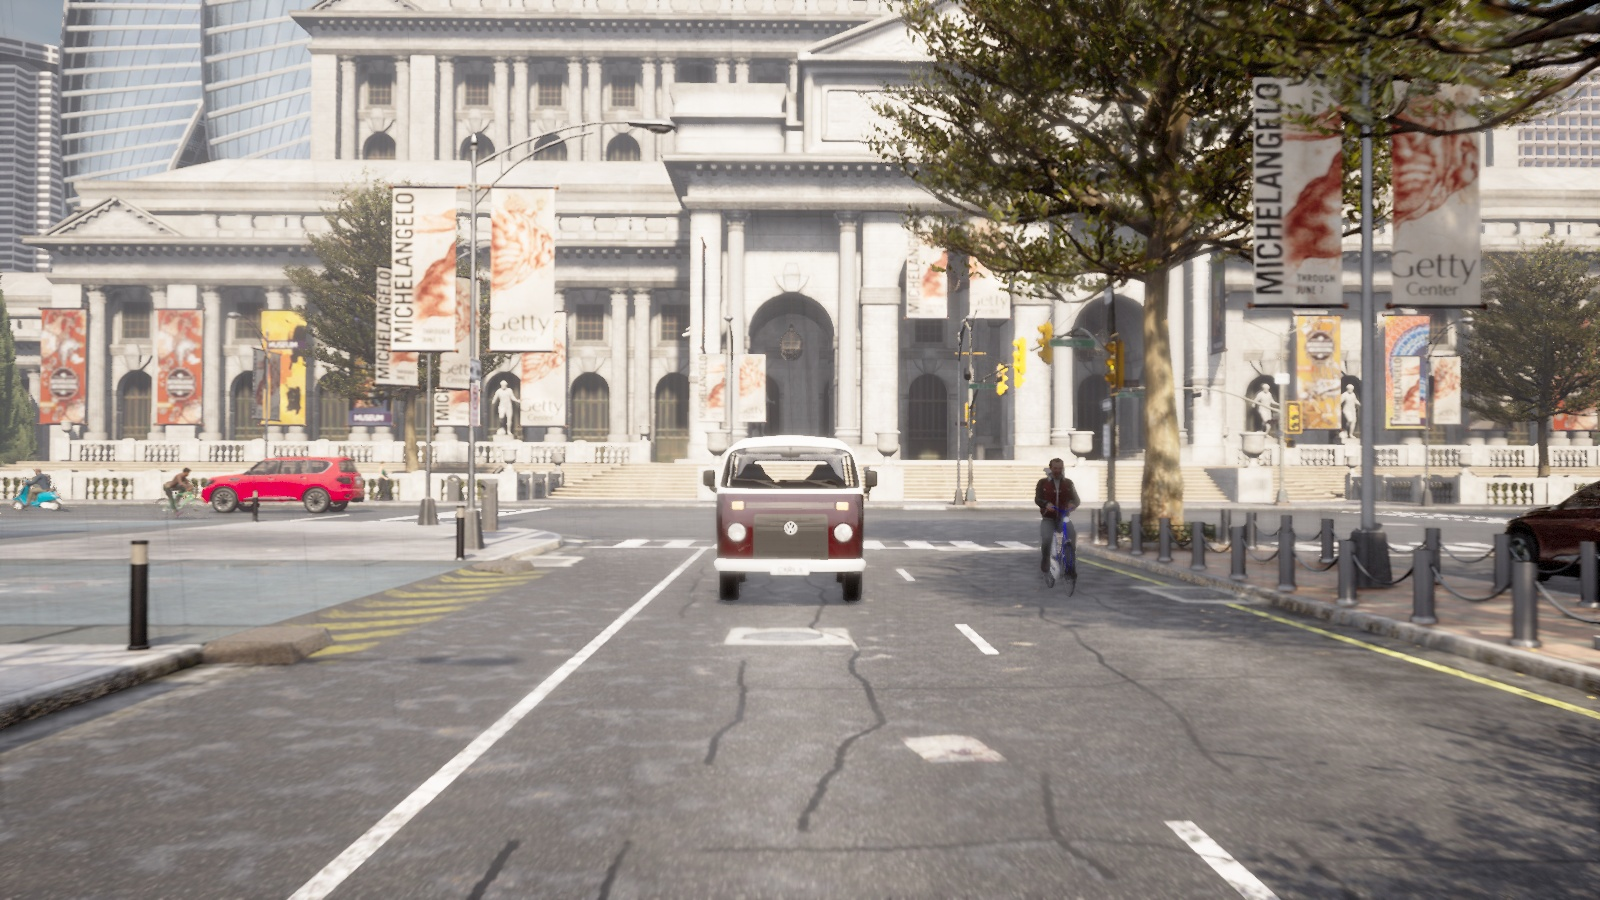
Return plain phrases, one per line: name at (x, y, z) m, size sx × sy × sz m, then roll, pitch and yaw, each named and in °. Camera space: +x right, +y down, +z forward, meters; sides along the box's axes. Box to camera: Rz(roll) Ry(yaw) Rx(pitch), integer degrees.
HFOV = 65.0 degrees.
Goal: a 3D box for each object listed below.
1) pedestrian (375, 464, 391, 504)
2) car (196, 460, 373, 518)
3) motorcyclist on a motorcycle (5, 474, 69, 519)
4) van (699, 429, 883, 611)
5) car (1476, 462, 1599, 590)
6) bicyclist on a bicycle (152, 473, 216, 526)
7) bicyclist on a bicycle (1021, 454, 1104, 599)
pedestrian at (-18.903, 1.539, 56.984) m, size 0.594 × 1.836 × 0.345 m, roll 0°, pitch -1°, yaw 10°
car at (-18.710, 1.407, 45.807) m, size 5.566 × 2.045 × 2.150 m, roll 0°, pitch -1°, yaw 0°
motorcyclist on a motorcycle at (-27.786, 1.678, 45.747) m, size 1.817 × 1.590 × 0.866 m, roll -1°, pitch -1°, yaw 0°
van at (-0.116, 0.823, 16.389) m, size 2.069 × 2.038 × 4.480 m, roll 0°, pitch -1°, yaw 0°
car at (11.335, 0.988, 16.691) m, size 2.033 × 1.649 × 4.856 m, roll 0°, pitch -1°, yaw 0°
bicyclist on a bicycle at (-19.017, 1.520, 38.786) m, size 1.656 × 1.620 × 0.582 m, roll 1°, pitch -1°, yaw 0°
bicyclist on a bicycle at (3.385, 0.955, 16.335) m, size 0.659 × 1.776 × 1.843 m, roll 0°, pitch -1°, yaw 0°
